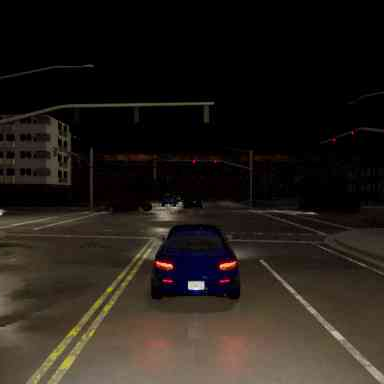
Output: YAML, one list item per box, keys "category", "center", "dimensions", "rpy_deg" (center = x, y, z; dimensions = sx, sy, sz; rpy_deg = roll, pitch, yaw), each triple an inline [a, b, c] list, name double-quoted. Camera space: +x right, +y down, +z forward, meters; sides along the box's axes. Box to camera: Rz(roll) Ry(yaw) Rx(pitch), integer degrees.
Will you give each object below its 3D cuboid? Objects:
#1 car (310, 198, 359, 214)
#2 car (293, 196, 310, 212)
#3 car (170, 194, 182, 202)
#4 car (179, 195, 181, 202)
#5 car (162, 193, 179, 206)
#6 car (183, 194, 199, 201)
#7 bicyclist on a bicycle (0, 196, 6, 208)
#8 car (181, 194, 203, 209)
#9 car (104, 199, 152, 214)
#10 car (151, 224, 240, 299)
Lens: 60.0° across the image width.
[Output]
- category: "car"
  center: [14.836, 1.461, 34.136]
  dimensions: [4.181, 1.385, 1.994]
  rpy_deg: [-1, 0, 1]
- category: "car"
  center: [14.404, 1.396, 37.644]
  dimensions: [4.902, 1.511, 2.128]
  rpy_deg: [-1, 0, 1]
- category: "car"
  center: [-3.496, 1.355, 73.912]
  dimensions: [2.097, 1.767, 4.553]
  rpy_deg: [0, 0, 2]
- category: "car"
  center: [-3.624, 1.526, 63.622]
  dimensions: [1.812, 1.442, 4.674]
  rpy_deg: [0, 0, 1]
- category: "car"
  center: [-3.636, 1.221, 53.985]
  dimensions: [2.150, 2.045, 5.566]
  rpy_deg: [0, 0, -1]
- category: "car"
  center: [-0.201, 1.352, 84.400]
  dimensions: [2.097, 1.767, 4.553]
  rpy_deg: [0, 0, 27]
- category: "bicyclist on a bicycle"
  center: [-25.479, 1.300, 44.831]
  dimensions: [0.582, 1.620, 1.656]
  rpy_deg: [0, 0, 0]
- category: "car"
  center: [0.102, 1.353, 45.593]
  dimensions: [2.097, 1.767, 4.553]
  rpy_deg: [0, 0, -8]
- category: "car"
  center: [-6.700, 1.458, 35.077]
  dimensions: [5.008, 1.535, 1.882]
  rpy_deg: [0, 0, 3]
- category: "car"
  center: [0.077, 1.526, 8.312]
  dimensions: [1.812, 1.442, 4.674]
  rpy_deg: [0, 0, 0]
